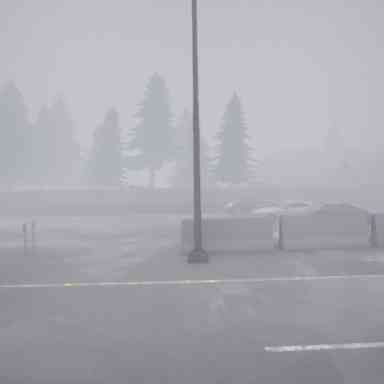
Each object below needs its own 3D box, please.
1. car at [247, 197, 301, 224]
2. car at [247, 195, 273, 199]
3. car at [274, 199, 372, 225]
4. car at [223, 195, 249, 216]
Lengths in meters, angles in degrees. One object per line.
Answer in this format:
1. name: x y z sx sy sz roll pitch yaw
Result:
1. car: 6.155 1.251 20.932 4.674 1.442 1.812 -1 1 -5
2. car: 6.903 1.175 24.504 4.902 1.511 2.128 -1 1 -6
3. car: 7.040 1.265 17.492 4.674 1.442 1.812 -1 1 -5
4. car: 4.904 1.040 27.863 4.553 1.767 2.097 -1 0 -5
